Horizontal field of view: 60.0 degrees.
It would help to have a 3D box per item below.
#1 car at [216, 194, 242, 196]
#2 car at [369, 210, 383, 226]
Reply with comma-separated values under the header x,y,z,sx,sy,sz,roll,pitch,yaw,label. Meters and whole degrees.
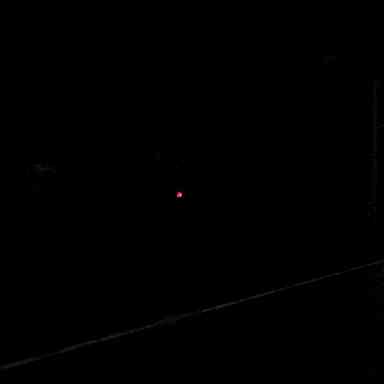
x,y,z,sx,sy,sz,roll,pitch,yaw,label
4.317,1.203,31.914,2.150,2.045,5.566,0,0,-38,car
13.638,1.534,20.146,2.033,1.411,5.357,0,0,-41,car
